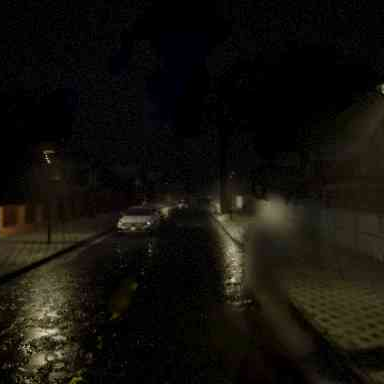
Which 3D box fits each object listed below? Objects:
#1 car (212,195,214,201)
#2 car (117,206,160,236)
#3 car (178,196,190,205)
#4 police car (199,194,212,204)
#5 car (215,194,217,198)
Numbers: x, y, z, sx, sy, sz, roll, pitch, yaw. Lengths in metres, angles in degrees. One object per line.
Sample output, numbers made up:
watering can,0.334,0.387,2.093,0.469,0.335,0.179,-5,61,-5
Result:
car,3.086,1.481,70.368,1.812,1.442,4.674,0,0,5
car,-2.837,1.504,18.397,1.812,1.442,4.674,0,0,0
car,-1.422,1.450,59.796,2.128,1.511,4.902,0,0,5
police car,2.246,1.382,60.557,1.930,1.638,5.238,0,0,4
car,5.143,1.390,94.634,2.128,1.511,4.902,0,0,9
